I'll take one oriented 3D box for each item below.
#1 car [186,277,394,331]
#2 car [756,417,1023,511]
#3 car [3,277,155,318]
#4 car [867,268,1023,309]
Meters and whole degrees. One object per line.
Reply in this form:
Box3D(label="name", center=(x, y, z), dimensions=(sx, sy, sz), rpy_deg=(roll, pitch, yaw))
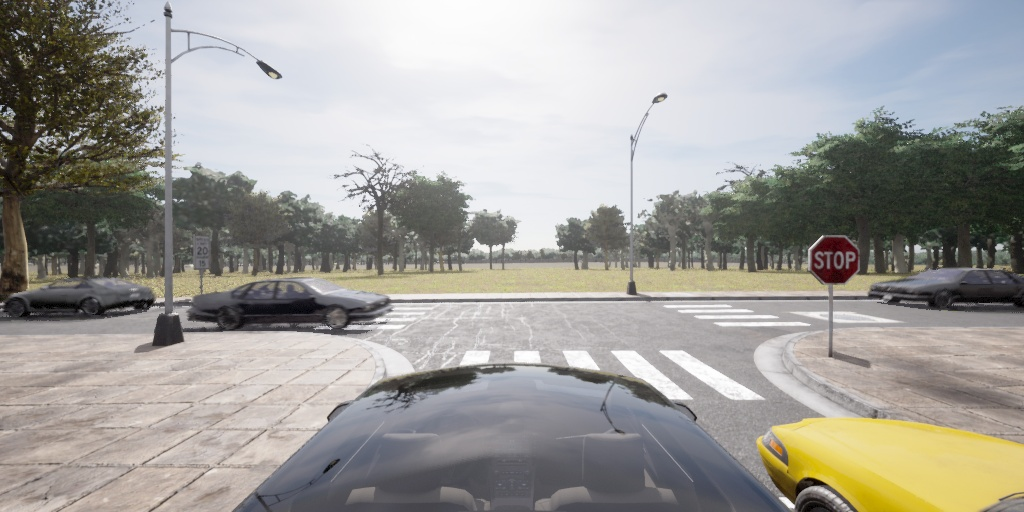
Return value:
Box3D(label="car", center=(-6.438, 1.351, 10.709), dimensions=(5.357, 1.411, 2.033), rpy_deg=(-1, 0, 1))
Box3D(label="car", center=(2.628, 1.275, 0.627), dimensions=(1.751, 1.417, 4.829), rpy_deg=(0, 0, 0))
Box3D(label="car", center=(-16.476, 1.518, 13.781), dimensions=(4.181, 1.385, 1.994), rpy_deg=(-1, 0, 1))
Box3D(label="car", center=(16.707, 1.149, 13.371), dimensions=(5.357, 1.411, 2.033), rpy_deg=(0, 0, 1))
